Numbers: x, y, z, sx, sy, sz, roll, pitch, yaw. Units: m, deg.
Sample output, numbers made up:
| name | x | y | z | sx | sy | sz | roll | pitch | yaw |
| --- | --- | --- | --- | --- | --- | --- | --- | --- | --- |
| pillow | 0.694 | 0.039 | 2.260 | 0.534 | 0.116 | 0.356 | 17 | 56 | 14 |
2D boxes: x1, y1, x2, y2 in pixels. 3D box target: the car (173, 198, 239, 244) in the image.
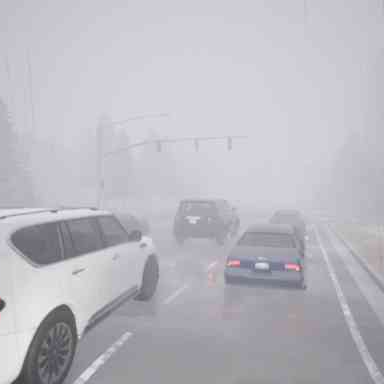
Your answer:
| name | x | y | z | sx | sy | sz | roll | pitch | yaw |
| --- | --- | --- | --- | --- | --- | --- | --- | --- | --- |
| car | 0.850 | 1.317 | 16.273 | 2.150 | 2.045 | 5.566 | 0 | 0 | 17 |

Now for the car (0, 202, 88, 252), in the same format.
| name | x | y | z | sx | sy | sz | roll | pitch | yaw |
| --- | --- | --- | --- | --- | --- | --- | --- | --- | --- |
| car | -7.067 | 1.429 | 15.266 | 2.097 | 1.767 | 4.553 | 0 | 0 | 18 |

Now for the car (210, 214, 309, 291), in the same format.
| name | x | y | z | sx | sy | sz | roll | pitch | yaw |
| --- | --- | --- | --- | --- | --- | --- | --- | --- | --- |
| car | 2.244 | 1.604 | 9.352 | 2.033 | 1.411 | 5.357 | 0 | 0 | 18 |

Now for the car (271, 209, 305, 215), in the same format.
| name | x | y | z | sx | sy | sz | roll | pitch | yaw |
| --- | --- | --- | --- | --- | --- | --- | --- | --- | --- |
| car | 5.549 | 1.681 | 19.306 | 1.994 | 1.385 | 4.181 | 0 | 0 | 19 |

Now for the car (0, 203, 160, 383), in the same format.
| name | x | y | z | sx | sy | sz | roll | pitch | yaw |
| --- | --- | --- | --- | --- | --- | --- | --- | --- | --- |
| car | -2.250 | 1.251 | 5.460 | 2.150 | 2.045 | 5.566 | 0 | 0 | 12 |

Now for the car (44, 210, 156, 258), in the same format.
| name | x | y | z | sx | sy | sz | roll | pitch | yaw |
| --- | --- | --- | --- | --- | --- | --- | --- | --- | --- |
| car | -3.646 | 1.625 | 14.477 | 2.033 | 1.411 | 5.357 | 0 | 0 | 18 |
